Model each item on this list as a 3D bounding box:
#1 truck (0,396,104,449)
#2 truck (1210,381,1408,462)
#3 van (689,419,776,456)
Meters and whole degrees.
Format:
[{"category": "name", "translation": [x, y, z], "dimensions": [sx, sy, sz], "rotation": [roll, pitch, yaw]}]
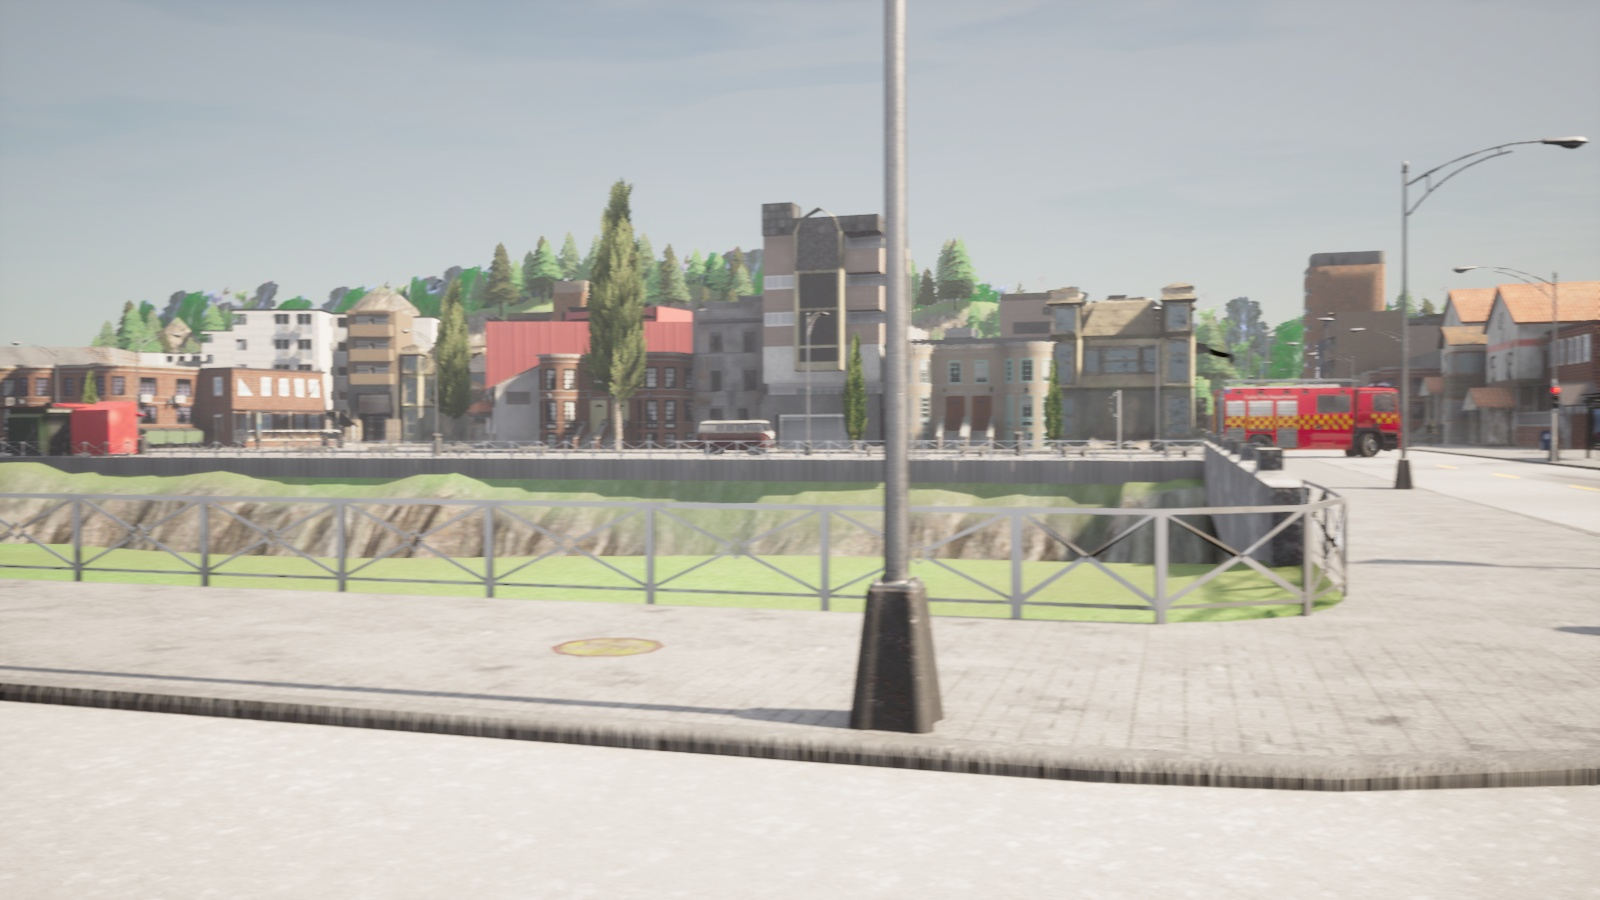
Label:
[{"category": "truck", "translation": [-50.656, -1.829, 83.470], "dimensions": [7.936, 3.462, 2.891], "rotation": [0, 1, 17]}, {"category": "truck", "translation": [24.668, -1.382, 61.229], "dimensions": [8.468, 3.827, 2.891], "rotation": [0, 1, 6]}, {"category": "van", "translation": [-3.703, -0.697, 69.319], "dimensions": [4.442, 1.987, 1.775], "rotation": [0, 1, 17]}]
